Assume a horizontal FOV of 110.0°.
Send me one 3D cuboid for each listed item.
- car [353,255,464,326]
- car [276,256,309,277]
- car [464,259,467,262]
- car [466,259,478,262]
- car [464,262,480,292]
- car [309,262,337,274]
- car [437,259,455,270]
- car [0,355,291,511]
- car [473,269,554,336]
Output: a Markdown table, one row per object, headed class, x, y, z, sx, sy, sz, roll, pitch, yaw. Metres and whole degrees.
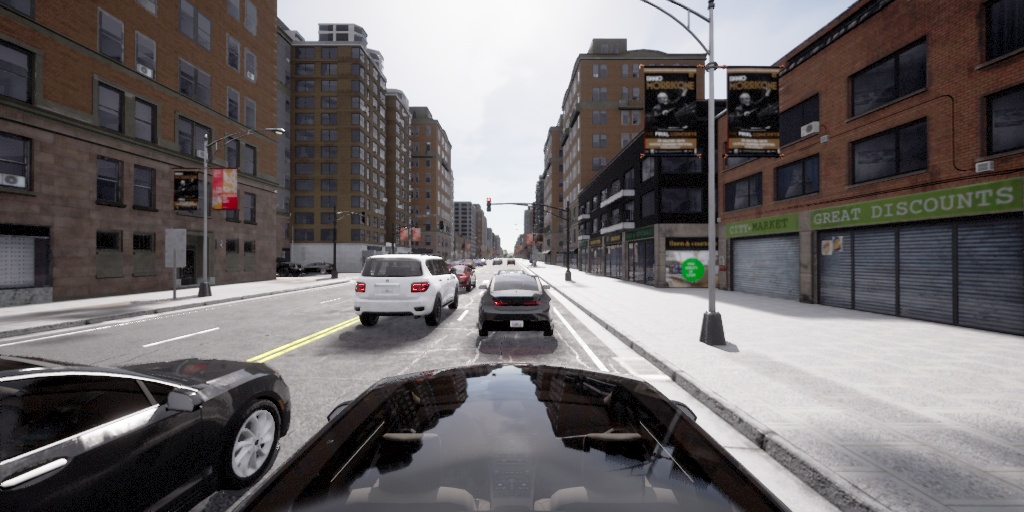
| class | x | y | z | sx | sy | sz | roll | pitch | yaw |
| --- | --- | --- | --- | --- | --- | --- | --- | --- | --- |
| car | -3.173 | 0.979 | 11.880 | 2.150 | 2.045 | 5.566 | 0 | 0 | 1 |
| car | -23.557 | 0.995 | 35.234 | 5.566 | 2.045 | 2.150 | 0 | 0 | 0 |
| car | -6.679 | 1.350 | 40.878 | 1.994 | 1.385 | 4.181 | 0 | 0 | 0 |
| car | -6.702 | 1.281 | 54.512 | 1.882 | 1.535 | 5.008 | 0 | 0 | 0 |
| car | -3.249 | 1.291 | 21.580 | 1.812 | 1.442 | 4.674 | 0 | 0 | 0 |
| car | -22.230 | 1.372 | 40.711 | 4.313 | 1.339 | 1.948 | 0 | 0 | 0 |
| car | -9.949 | 1.282 | 54.473 | 1.882 | 1.535 | 5.008 | 0 | 0 | 0 |
| car | -3.152 | 1.255 | 1.672 | 1.837 | 1.490 | 4.892 | 0 | 0 | 0 |
| car | 0.085 | 1.261 | 10.371 | 1.837 | 1.490 | 4.892 | 0 | 0 | 0 |
